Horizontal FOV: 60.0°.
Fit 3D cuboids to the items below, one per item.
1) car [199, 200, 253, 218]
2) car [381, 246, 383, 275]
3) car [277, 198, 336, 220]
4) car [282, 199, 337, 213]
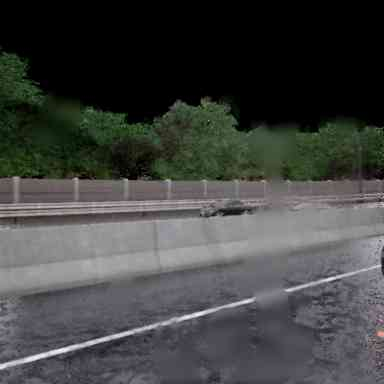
[{"bbox_3d":[2.845,1.406,27.310,4.892,1.490,1.837,-1,0,-35],"label":"car"},{"bbox_3d":[6.663,1.473,8.418,4.892,1.490,1.837,0,0,-35],"label":"car"},{"bbox_3d":[9.533,1.328,27.652,4.902,1.511,2.128,-1,1,-34],"label":"car"},{"bbox_3d":[7.906,1.416,22.297,4.674,1.442,1.812,-1,0,-34],"label":"car"}]
